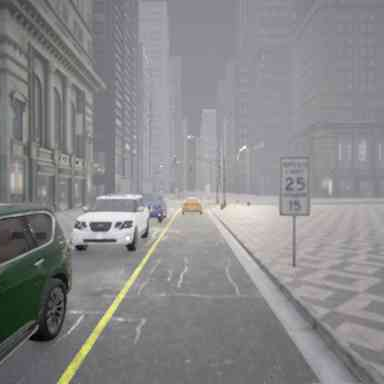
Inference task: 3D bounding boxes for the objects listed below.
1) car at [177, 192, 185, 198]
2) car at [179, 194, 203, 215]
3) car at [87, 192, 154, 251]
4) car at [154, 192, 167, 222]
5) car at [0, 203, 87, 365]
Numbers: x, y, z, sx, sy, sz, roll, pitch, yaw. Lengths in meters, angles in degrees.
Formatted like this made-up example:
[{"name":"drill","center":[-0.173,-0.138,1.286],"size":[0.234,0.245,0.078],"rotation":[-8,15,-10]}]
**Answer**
[{"name":"car","center":[-3.002,0.775,89.121],"size":[2.097,1.767,4.553],"rotation":[0,0,0]},{"name":"car","center":[0.029,1.266,31.333],"size":[1.882,1.535,5.008],"rotation":[0,0,1]},{"name":"car","center":[-3.097,1.124,13.927],"size":[2.150,2.045,5.566],"rotation":[0,0,0]},{"name":"car","center":[-3.069,1.054,24.644],"size":[2.150,2.045,5.566],"rotation":[0,0,0]},{"name":"car","center":[-3.095,1.196,3.480],"size":[2.150,2.045,5.566],"rotation":[0,0,0]}]
